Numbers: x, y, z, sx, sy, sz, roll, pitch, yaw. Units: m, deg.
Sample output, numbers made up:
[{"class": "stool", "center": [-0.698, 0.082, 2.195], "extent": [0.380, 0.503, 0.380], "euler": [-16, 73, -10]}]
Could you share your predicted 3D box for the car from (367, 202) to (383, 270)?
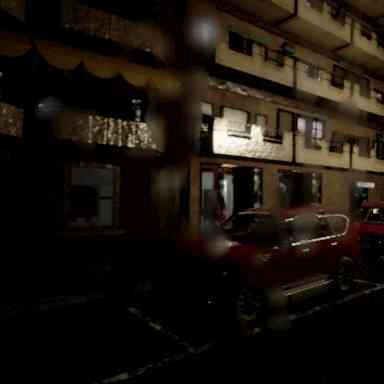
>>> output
[{"class": "car", "center": [6.251, 1.284, 10.528], "extent": [5.009, 1.841, 2.192], "euler": [0, 2, -35]}]

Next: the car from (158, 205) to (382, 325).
[{"class": "car", "center": [1.749, 1.299, 7.317], "extent": [5.009, 1.841, 2.192], "euler": [0, 2, -35]}]
